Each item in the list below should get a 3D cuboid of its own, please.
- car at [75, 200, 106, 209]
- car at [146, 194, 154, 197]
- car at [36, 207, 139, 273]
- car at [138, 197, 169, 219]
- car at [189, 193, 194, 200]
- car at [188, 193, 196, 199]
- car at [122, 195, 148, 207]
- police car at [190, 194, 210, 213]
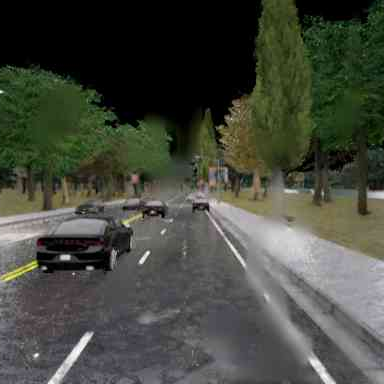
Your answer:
[{"bbox_3d":[-9.846,1.513,32.849,2.033,1.411,5.357,0,0,0],"label":"car"},{"bbox_3d":[-9.744,1.181,75.222,1.994,1.385,4.181,0,0,0],"label":"car"},{"bbox_3d":[-3.149,1.477,10.750,1.882,1.535,5.008,0,0,0],"label":"car"},{"bbox_3d":[-3.148,1.453,29.135,1.882,1.535,5.008,0,0,0],"label":"car"},{"bbox_3d":[0.979,1.235,52.988,2.097,1.767,4.553,0,0,0],"label":"car"},{"bbox_3d":[0.007,1.075,88.442,2.128,1.511,4.902,0,1,0],"label":"car"},{"bbox_3d":[-6.587,1.428,37.730,1.882,1.535,5.008,0,0,0],"label":"car"},{"bbox_3d":[0.978,1.377,37.128,1.930,1.638,5.238,0,0,0],"label":"police car"}]
